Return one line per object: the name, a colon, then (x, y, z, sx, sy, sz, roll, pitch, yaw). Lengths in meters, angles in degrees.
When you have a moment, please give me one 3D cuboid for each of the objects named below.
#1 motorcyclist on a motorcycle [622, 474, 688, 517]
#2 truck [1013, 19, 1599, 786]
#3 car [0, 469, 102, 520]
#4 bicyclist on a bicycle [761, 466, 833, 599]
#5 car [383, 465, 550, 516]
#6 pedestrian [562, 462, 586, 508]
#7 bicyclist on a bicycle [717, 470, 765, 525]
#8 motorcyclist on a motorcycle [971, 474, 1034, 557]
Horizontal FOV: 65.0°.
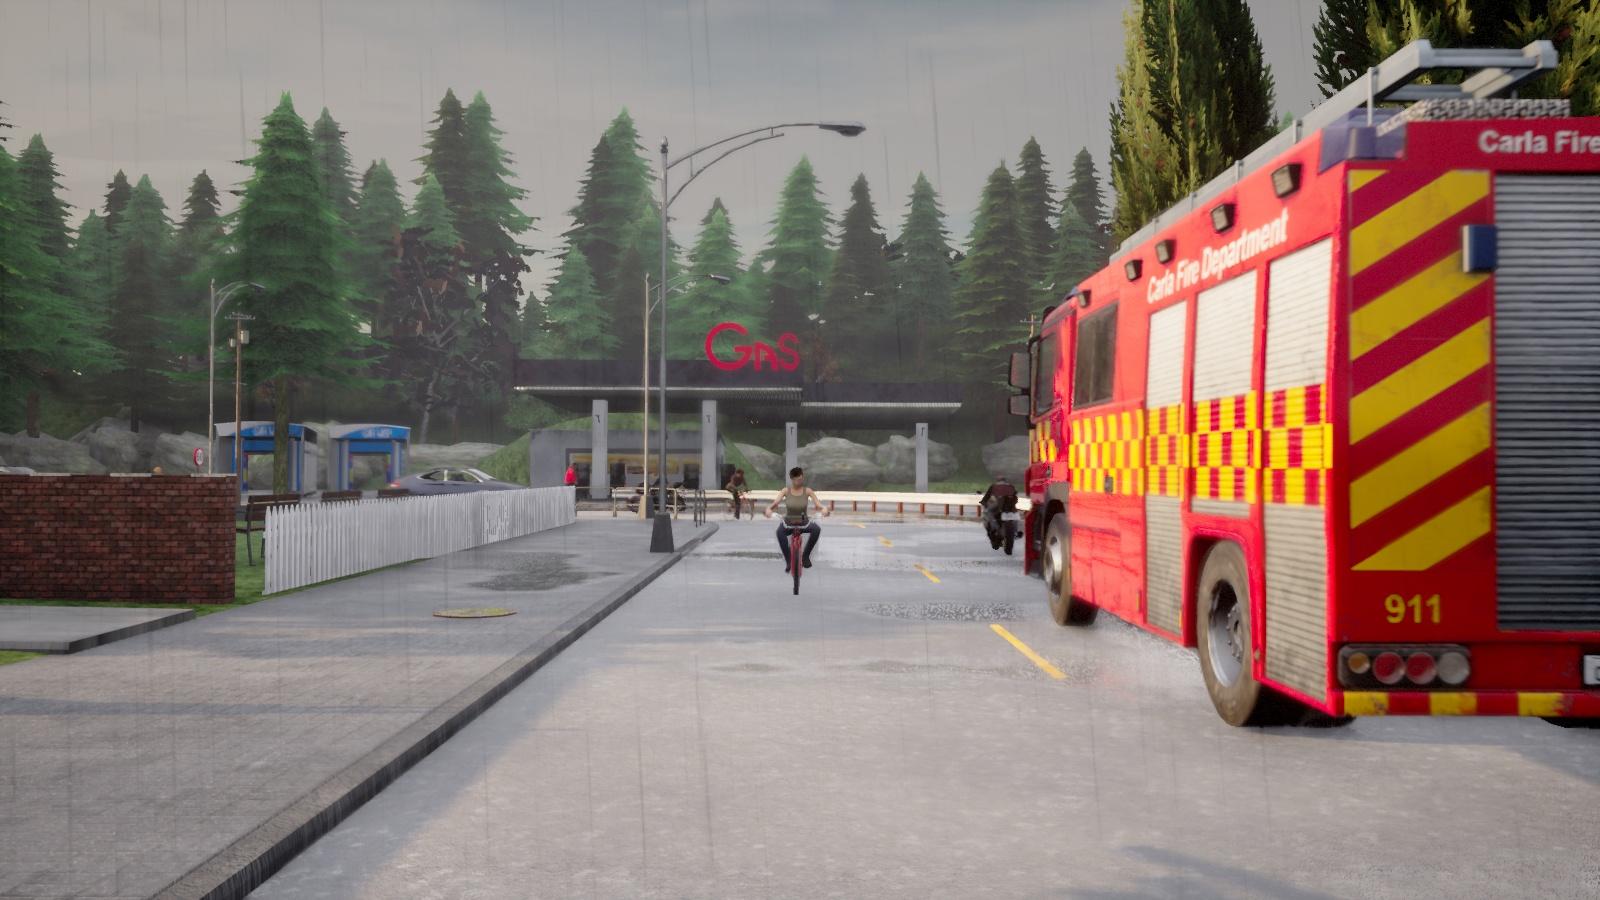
motorcyclist on a motorcycle: (-5.262, 1.636, 45.616, 2.191, 1.530, 0.866, -1, 0, 17)
truck: (3.970, -0.189, 10.510, 2.891, 3.827, 8.468, 0, -1, 0)
car: (-26.278, 1.468, 42.004, 4.611, 1.667, 2.242, 0, -1, 0)
bicyclist on a bicycle: (-0.034, 1.021, 16.117, 0.866, 1.612, 1.509, 0, -1, 0)
car: (-11.087, 1.342, 42.073, 5.027, 1.651, 2.152, 0, -1, 0)
pedestrian: (-9.167, 1.413, 50.953, 0.899, 1.844, 0.634, 0, -1, -2)
bicyclist on a bicycle: (-1.811, 1.416, 38.232, 0.582, 1.620, 1.656, -2, 0, -36)
motorcyclist on a motorcycle: (3.942, 1.246, 24.604, 0.866, 1.530, 2.191, 0, -1, 0)
